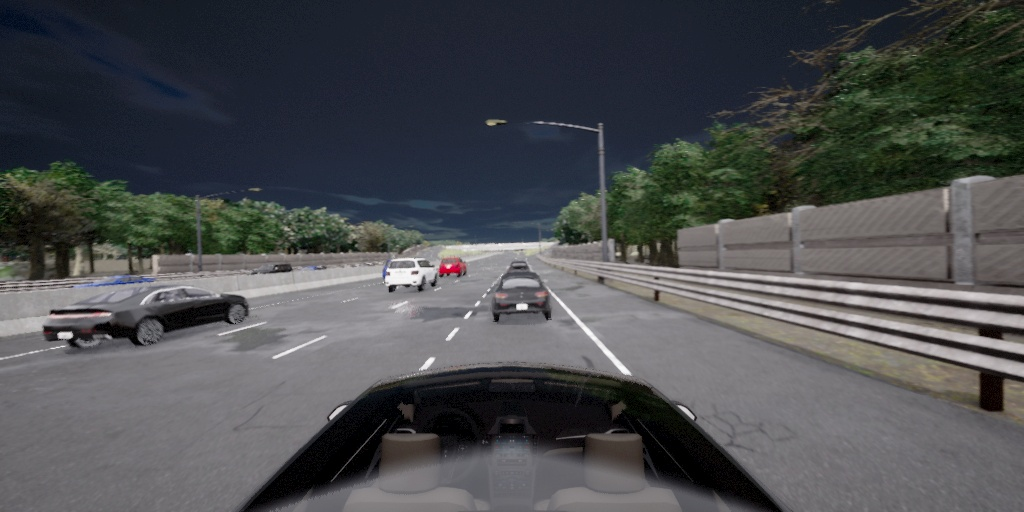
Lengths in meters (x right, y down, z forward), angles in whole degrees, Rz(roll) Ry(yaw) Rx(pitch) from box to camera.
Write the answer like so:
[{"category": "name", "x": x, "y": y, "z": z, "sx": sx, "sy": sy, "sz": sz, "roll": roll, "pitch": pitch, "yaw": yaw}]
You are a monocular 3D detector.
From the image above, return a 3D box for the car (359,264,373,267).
[{"category": "car", "x": -20.171, "y": 1.938, "z": 48.975, "sx": 1.837, "sy": 1.490, "sz": 4.892, "roll": -2, "pitch": 0, "yaw": 1}]

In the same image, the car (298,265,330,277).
[{"category": "car", "x": -30.484, "y": 2.291, "z": 55.353, "sx": 2.128, "sy": 1.511, "sz": 4.902, "roll": -2, "pitch": 0, "yaw": 2}]

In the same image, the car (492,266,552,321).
[{"category": "car", "x": 0.311, "y": 1.260, "z": 12.382, "sx": 1.812, "sy": 1.442, "sz": 4.674, "roll": -2, "pitch": 0, "yaw": 1}]

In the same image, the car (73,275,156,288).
[{"category": "car", "x": -31.106, "y": 2.326, "z": 28.252, "sx": 1.882, "sy": 1.535, "sz": 5.008, "roll": -2, "pitch": 0, "yaw": 1}]

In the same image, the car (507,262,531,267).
[{"category": "car", "x": 0.624, "y": 1.212, "z": 30.808, "sx": 1.837, "sy": 1.490, "sz": 4.892, "roll": -2, "pitch": 0, "yaw": 1}]

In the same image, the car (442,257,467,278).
[{"category": "car", "x": -6.233, "y": 1.170, "z": 38.215, "sx": 2.150, "sy": 2.045, "sz": 5.566, "roll": -2, "pitch": 0, "yaw": 1}]

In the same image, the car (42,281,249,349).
[{"category": "car", "x": -10.210, "y": 1.604, "z": 10.644, "sx": 2.128, "sy": 1.511, "sz": 4.902, "roll": -2, "pitch": 0, "yaw": 1}]

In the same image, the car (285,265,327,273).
[{"category": "car", "x": -23.832, "y": 2.051, "z": 42.145, "sx": 1.882, "sy": 1.535, "sz": 5.008, "roll": -2, "pitch": 0, "yaw": 1}]

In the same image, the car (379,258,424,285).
[{"category": "car", "x": -9.850, "y": 1.303, "z": 32.495, "sx": 2.150, "sy": 2.045, "sz": 5.566, "roll": -2, "pitch": 0, "yaw": 1}]

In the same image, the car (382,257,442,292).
[{"category": "car", "x": -6.507, "y": 1.190, "z": 23.754, "sx": 2.150, "sy": 2.045, "sz": 5.566, "roll": -2, "pitch": 0, "yaw": 1}]

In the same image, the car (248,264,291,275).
[{"category": "car", "x": -27.368, "y": 1.926, "z": 40.860, "sx": 2.150, "sy": 2.045, "sz": 5.566, "roll": -2, "pitch": 0, "yaw": 1}]
